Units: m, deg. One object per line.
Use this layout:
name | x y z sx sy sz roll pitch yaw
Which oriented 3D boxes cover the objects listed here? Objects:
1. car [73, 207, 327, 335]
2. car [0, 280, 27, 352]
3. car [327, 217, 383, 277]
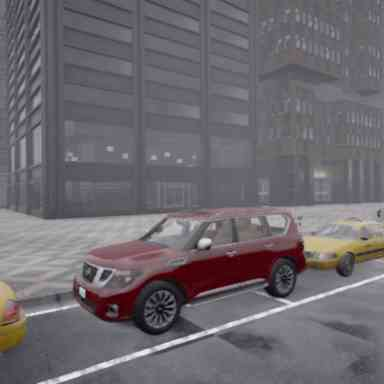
car | 0.272 1.287 6.851 5.009 1.841 2.192 0 0 -36
car | -4.454 1.538 3.474 4.829 1.417 1.752 0 0 -36
car | 4.725 1.461 10.032 4.829 1.417 1.752 0 0 -36
